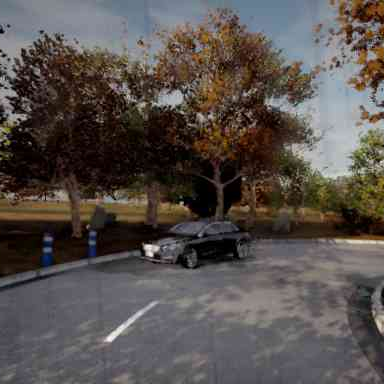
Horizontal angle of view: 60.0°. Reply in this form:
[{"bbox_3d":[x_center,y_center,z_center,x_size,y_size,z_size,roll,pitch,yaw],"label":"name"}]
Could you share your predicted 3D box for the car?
[{"bbox_3d":[0.313,1.763,12.237,2.128,1.511,4.902,-1,-3,42],"label":"car"}]
